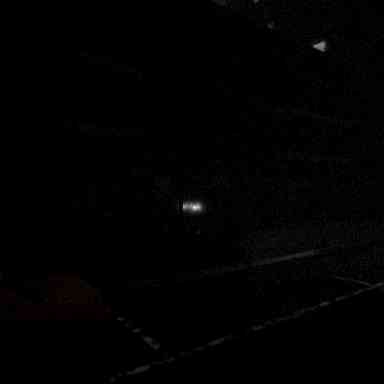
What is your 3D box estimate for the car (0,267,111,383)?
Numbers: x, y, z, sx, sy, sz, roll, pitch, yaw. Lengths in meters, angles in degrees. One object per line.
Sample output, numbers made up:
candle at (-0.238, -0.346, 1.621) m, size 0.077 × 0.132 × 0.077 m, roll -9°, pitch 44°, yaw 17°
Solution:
car at (-3.388, 1.535, 3.656) m, size 4.829 × 1.417 × 1.752 m, roll -1°, pitch 2°, yaw -35°
